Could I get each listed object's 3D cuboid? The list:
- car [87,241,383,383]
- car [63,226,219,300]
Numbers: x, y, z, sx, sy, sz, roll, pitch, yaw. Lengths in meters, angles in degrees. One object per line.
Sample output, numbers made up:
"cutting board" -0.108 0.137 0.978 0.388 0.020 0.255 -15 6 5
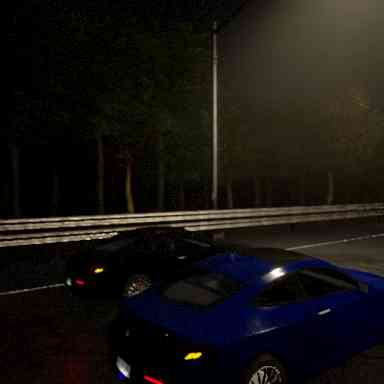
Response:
"car" 1.200 1.522 4.590 4.674 1.442 1.812 0 0 -35
"car" -0.479 1.522 7.693 4.674 1.442 1.812 0 0 -35
